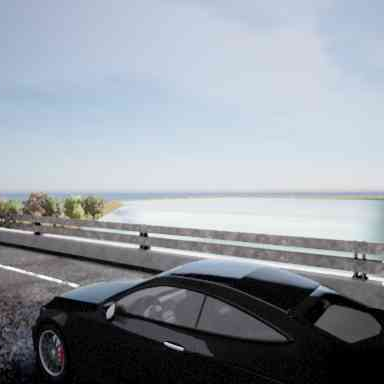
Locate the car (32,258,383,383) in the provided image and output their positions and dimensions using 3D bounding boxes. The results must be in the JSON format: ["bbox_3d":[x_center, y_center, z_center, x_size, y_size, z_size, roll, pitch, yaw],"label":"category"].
[{"bbox_3d":[0.116,1.525,3.772,4.674,1.442,1.812,0,0,35],"label":"car"}]
